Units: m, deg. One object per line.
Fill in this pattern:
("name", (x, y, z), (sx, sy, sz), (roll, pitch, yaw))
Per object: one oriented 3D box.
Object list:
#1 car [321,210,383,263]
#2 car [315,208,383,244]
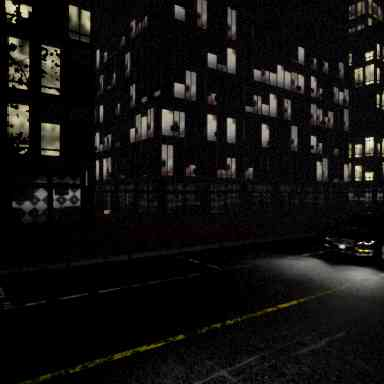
("car", (6.795, 1.503, 12.090), (4.892, 1.490, 1.837), (0, 0, -36))
("car", (8.140, 1.563, 16.226), (4.313, 1.339, 1.947), (0, 0, -36))
